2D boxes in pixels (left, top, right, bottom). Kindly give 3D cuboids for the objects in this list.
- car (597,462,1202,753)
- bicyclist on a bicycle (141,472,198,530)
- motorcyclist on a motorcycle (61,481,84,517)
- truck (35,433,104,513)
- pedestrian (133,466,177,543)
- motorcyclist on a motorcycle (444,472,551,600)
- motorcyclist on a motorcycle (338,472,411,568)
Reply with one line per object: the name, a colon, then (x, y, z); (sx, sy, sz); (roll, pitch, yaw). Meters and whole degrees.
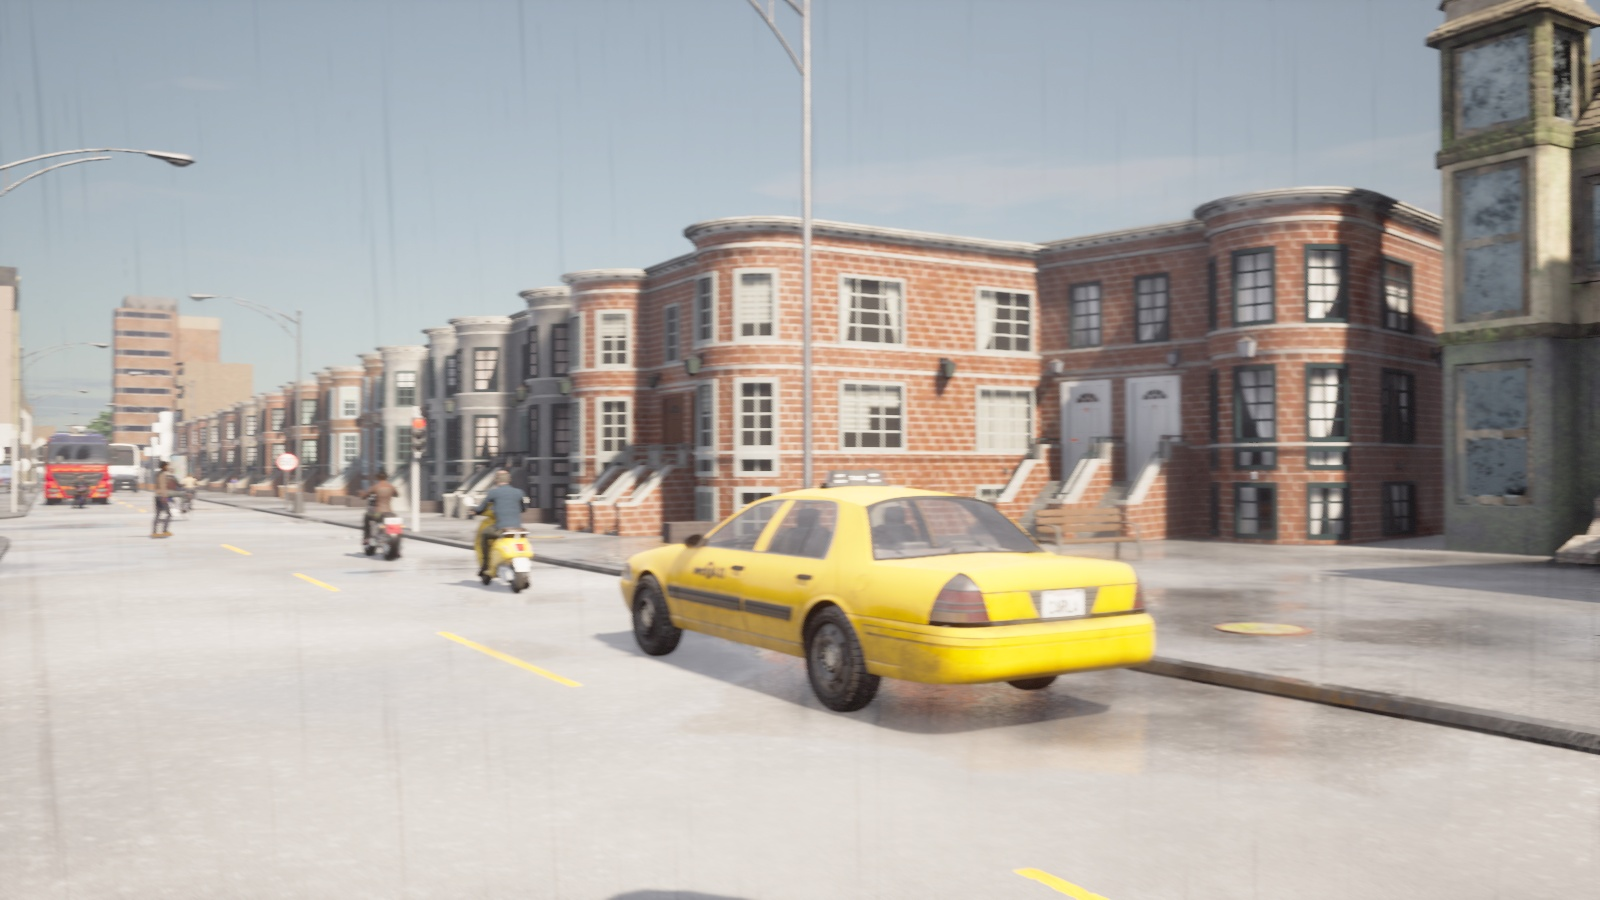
car: (0.315, 0.915, 9.599); (1.801, 1.575, 5.366); (0, -1, -31)
bicyclist on a bicycle: (-20.267, 1.608, 40.403); (0.659, 1.776, 1.843); (-3, -1, 7)
motorcyclist on a motorcycle: (-32.599, 2.183, 56.248); (0.866, 1.530, 2.191); (0, -1, -31)
truck: (-37.735, 1.187, 64.753); (2.891, 3.827, 8.468); (0, -1, -31)
pedestrian: (-15.360, 1.294, 29.903); (0.328, 1.805, 0.869); (-1, -1, 41)
motorcyclist on a motorcycle: (-4.057, 1.102, 16.748); (0.866, 1.590, 1.817); (0, -1, -31)
motorcyclist on a motorcycle: (-7.770, 1.246, 22.888); (0.766, 1.649, 2.350); (0, -1, -31)
